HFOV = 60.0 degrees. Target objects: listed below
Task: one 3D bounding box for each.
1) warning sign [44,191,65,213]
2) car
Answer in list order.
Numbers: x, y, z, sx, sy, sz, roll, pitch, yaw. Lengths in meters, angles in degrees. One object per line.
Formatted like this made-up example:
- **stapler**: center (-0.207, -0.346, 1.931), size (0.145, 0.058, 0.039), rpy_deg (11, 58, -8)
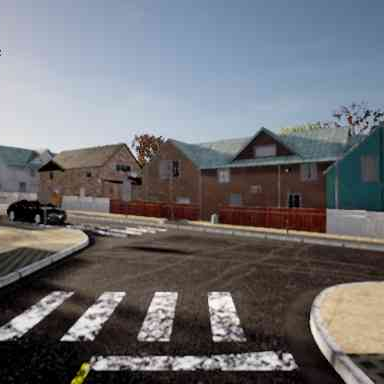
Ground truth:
- **warning sign**: center (-12.297, 0.866, 29.821), size (1.060, 1.860, 1.300), rpy_deg (-1, 0, 32)
- **car**: center (-10.397, 1.266, 22.331), size (4.892, 1.490, 1.837), rpy_deg (2, -1, 32)
